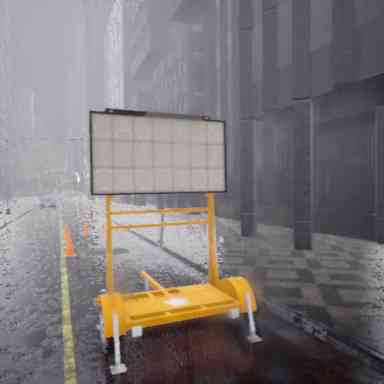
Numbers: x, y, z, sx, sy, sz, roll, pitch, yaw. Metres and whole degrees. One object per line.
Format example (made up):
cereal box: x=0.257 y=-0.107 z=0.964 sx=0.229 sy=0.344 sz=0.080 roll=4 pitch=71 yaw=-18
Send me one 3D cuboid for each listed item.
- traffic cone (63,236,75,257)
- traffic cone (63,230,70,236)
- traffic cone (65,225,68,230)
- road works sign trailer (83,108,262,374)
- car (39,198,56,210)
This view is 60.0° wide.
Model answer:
traffic cone: x=-4.353 y=1.966 z=11.818 sx=0.340 sy=0.580 sz=0.340 roll=-1 pitch=0 yaw=-22
traffic cone: x=-5.095 y=1.969 z=13.675 sx=0.340 sy=0.580 sz=0.340 roll=-1 pitch=0 yaw=-22
traffic cone: x=-5.837 y=1.972 z=15.533 sx=0.340 sy=0.580 sz=0.340 roll=-1 pitch=0 yaw=-22
road works sign trailer: x=-0.559 y=0.437 z=5.816 sx=2.380 sy=3.560 sz=2.880 roll=-1 pitch=0 yaw=-23
car: x=-19.610 y=1.577 z=45.332 sx=2.128 sy=1.511 sz=4.902 roll=-1 pitch=0 yaw=-22
